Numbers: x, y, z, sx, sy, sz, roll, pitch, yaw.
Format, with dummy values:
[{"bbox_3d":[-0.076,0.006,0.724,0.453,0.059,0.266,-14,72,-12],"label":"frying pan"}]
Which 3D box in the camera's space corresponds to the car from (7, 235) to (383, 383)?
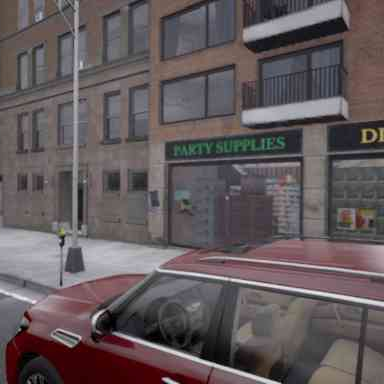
[{"bbox_3d":[0.571,1.314,2.659,5.009,1.841,2.192,0,1,35],"label":"car"}]
